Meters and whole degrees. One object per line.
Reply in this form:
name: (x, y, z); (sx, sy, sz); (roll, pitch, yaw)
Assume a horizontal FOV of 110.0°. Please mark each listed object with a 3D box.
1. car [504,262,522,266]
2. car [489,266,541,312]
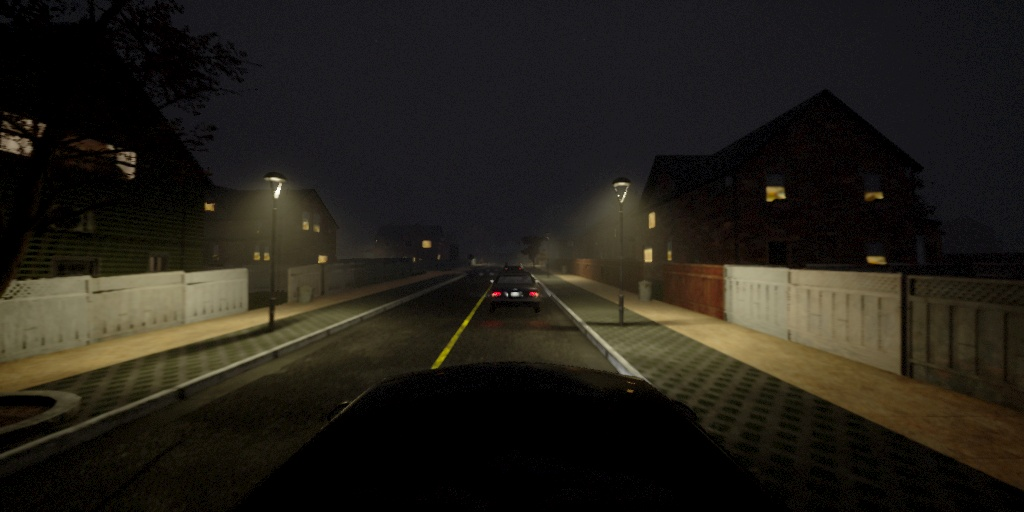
car: (0.100, 1.230, 30.041); (2.128, 1.511, 4.902); (0, 0, 0)
car: (0.100, 1.285, 14.133); (2.033, 1.411, 5.357); (0, 0, 0)
